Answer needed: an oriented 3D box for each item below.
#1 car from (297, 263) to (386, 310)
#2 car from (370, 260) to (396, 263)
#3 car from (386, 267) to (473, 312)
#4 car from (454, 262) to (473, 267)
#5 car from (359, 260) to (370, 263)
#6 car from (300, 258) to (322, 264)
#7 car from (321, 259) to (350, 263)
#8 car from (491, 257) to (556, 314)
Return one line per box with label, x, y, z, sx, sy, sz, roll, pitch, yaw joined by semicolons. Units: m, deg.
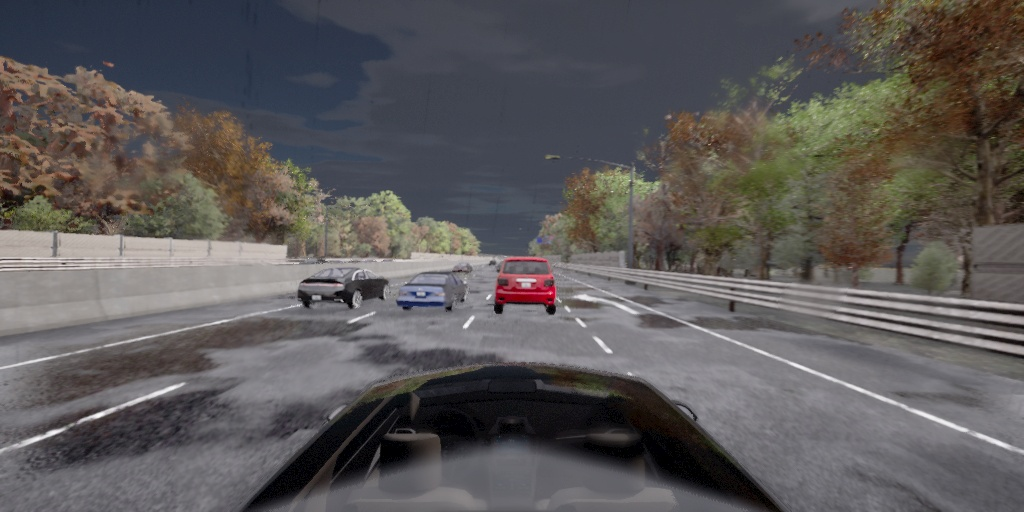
car;-6.487;1.201;14.431;2.128;1.511;4.902;1;0;1
car;-16.377;1.299;47.667;2.033;1.411;5.357;1;0;2
car;-2.990;1.330;14.469;2.033;1.411;5.357;1;0;1
car;-5.909;1.488;43.656;2.033;1.411;5.357;1;0;1
car;-19.835;1.254;49.189;1.994;1.385;4.181;1;0;2
car;-26.842;1.046;48.754;1.837;1.490;4.892;1;0;2
car;-23.346;1.214;48.679;1.895;1.301;4.718;1;0;2
car;0.521;1.079;14.615;2.150;2.045;5.566;1;0;1
